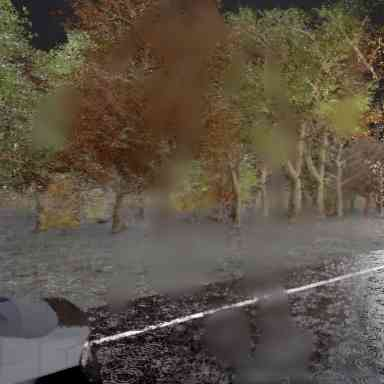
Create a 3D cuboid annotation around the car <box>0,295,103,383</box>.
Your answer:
[{"bbox_3d":[-2.997,1.484,1.855,4.902,1.511,2.128,0,0,-36],"label":"car"}]
